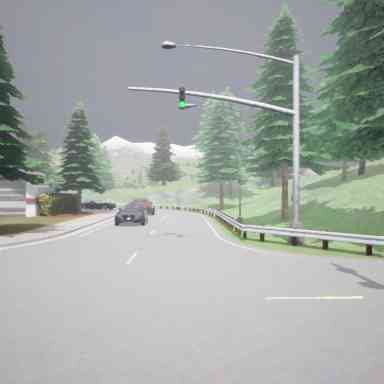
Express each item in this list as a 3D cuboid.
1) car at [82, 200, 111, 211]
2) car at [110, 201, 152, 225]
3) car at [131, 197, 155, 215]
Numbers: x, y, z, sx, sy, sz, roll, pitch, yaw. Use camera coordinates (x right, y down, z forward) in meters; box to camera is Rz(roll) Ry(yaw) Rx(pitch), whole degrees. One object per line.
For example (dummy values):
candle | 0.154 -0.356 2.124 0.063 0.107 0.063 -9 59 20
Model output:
car | -11.796 1.603 41.147 4.718 1.301 1.895 0 0 14
car | -4.225 1.562 23.688 1.994 1.385 4.181 0 0 -3
car | -5.150 1.349 33.471 2.097 1.767 4.553 0 0 -20
